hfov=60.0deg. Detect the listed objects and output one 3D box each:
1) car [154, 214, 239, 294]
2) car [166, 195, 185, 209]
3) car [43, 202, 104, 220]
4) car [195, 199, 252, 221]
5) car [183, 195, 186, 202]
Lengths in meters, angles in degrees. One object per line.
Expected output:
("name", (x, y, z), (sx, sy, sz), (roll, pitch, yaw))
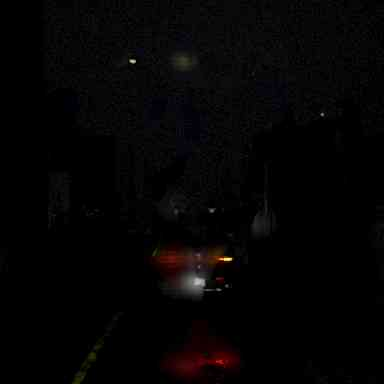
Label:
("car", (0.097, 1.542, 8.918), (1.837, 1.490, 4.892), (0, -1, 0))
("car", (-2.596, 1.652, 48.287), (2.128, 1.511, 4.902), (0, 0, 2))
("car", (-10.283, 1.604, 29.052), (5.008, 1.535, 1.882), (0, -1, -1))
("car", (2.471, 1.254, 23.401), (2.097, 1.767, 4.553), (0, 0, 33))
("car", (-2.519, 1.748, 62.647), (2.033, 1.411, 5.357), (0, 0, 1))
